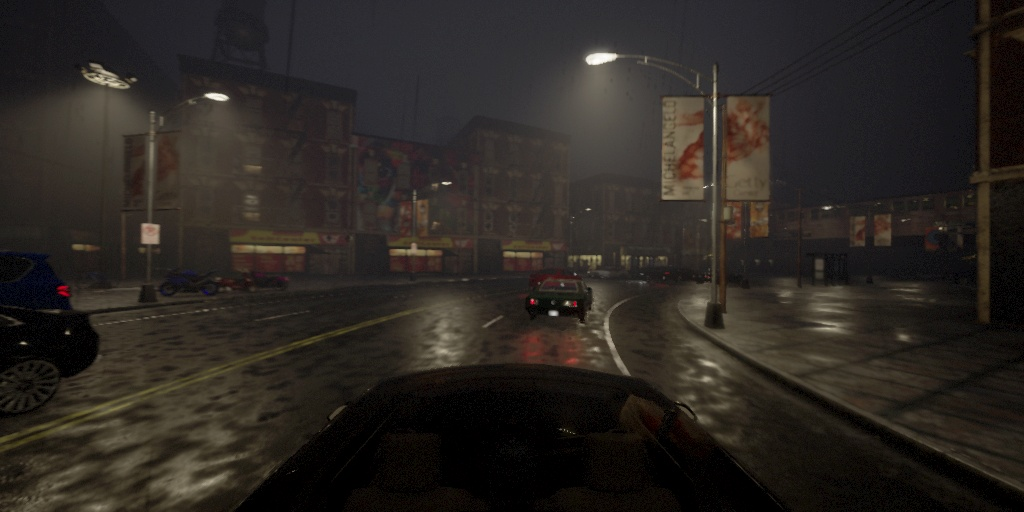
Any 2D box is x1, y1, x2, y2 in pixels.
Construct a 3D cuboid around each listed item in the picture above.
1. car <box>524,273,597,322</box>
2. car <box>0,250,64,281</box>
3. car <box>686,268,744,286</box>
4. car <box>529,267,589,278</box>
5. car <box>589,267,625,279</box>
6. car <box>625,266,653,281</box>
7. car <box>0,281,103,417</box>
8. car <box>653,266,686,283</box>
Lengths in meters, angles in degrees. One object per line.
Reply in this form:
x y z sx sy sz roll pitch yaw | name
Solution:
1.889 1.489 13.064 1.895 1.301 4.718 1 -1 16 | car
-10.337 0.867 5.088 2.150 2.045 5.566 1 -1 5 | car
18.436 1.846 31.968 5.357 1.411 2.033 1 -1 -26 | car
2.927 1.478 22.943 1.882 1.535 5.008 0 -1 32 | car
10.591 1.871 39.699 4.718 1.301 1.895 1 -1 -31 | car
14.744 1.814 38.024 4.892 1.490 1.837 1 -1 -28 | car
-6.912 1.162 3.054 2.128 1.511 4.902 1 -1 3 | car
16.233 1.799 34.521 4.892 1.490 1.837 1 -1 -29 | car
